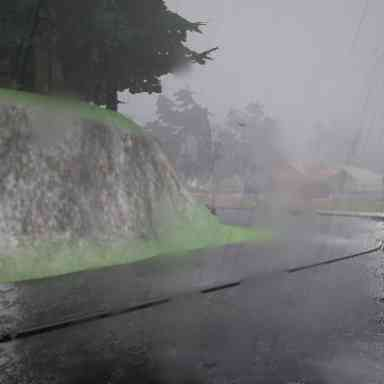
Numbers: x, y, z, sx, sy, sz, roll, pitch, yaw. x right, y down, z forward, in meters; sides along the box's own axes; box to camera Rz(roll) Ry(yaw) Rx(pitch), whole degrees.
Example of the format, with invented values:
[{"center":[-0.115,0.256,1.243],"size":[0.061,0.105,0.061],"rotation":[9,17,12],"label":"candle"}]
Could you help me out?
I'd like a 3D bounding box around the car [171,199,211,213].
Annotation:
[{"center":[-0.153,1.337,33.202],"size":[1.895,1.301,4.718],"rotation":[-1,1,-36],"label":"car"}]
